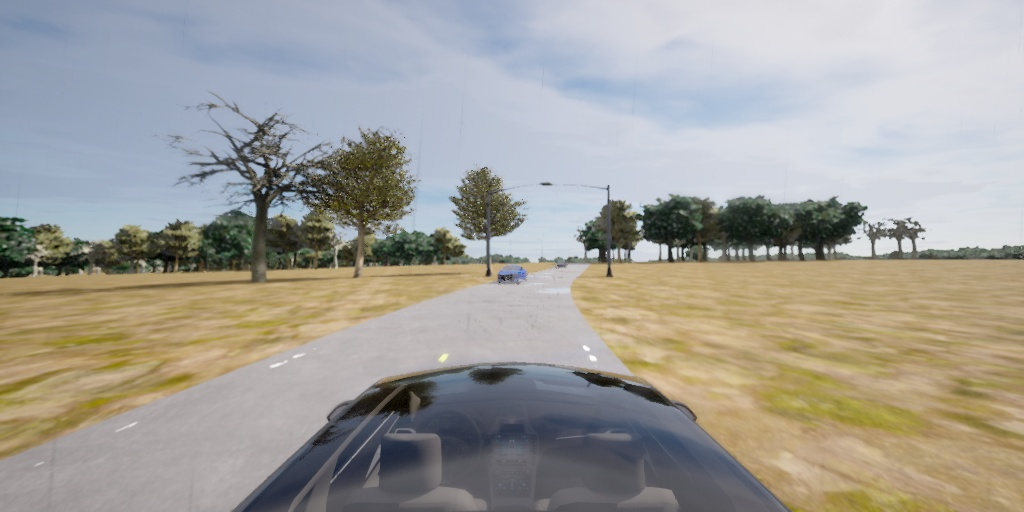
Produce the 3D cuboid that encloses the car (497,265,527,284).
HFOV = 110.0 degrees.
[{"bbox_3d":[0.037,1.512,30.838,1.882,1.535,5.008,-1,-1,11],"label":"car"}]
